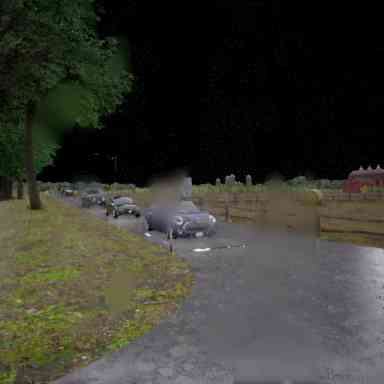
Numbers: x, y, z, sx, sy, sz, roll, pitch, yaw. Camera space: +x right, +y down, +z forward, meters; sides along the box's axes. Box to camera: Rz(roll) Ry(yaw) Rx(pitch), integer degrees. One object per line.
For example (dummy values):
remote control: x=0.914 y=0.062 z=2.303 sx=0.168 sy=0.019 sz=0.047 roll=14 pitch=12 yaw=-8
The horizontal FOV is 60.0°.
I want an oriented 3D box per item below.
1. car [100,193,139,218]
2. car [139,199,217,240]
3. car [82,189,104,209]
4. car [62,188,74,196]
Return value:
car: x=-5.420 y=1.109 z=25.517 sx=1.837 sy=1.490 sz=4.892 roll=-1 pitch=1 yaw=-26
car: x=-0.661 y=1.130 z=15.745 sx=2.097 sy=1.767 sz=4.553 roll=-1 pitch=1 yaw=-26
car: x=-10.594 y=0.656 z=36.153 sx=2.150 sy=2.045 sz=5.566 roll=-1 pitch=1 yaw=-26
car: x=-32.135 y=0.255 z=86.849 sx=1.882 sy=1.535 sz=5.008 roll=-1 pitch=1 yaw=-26
